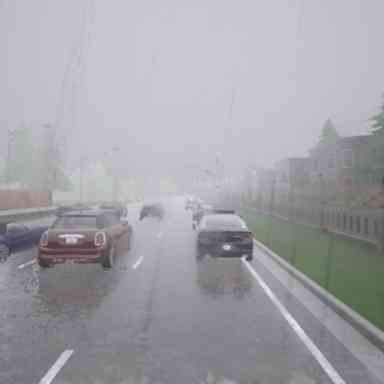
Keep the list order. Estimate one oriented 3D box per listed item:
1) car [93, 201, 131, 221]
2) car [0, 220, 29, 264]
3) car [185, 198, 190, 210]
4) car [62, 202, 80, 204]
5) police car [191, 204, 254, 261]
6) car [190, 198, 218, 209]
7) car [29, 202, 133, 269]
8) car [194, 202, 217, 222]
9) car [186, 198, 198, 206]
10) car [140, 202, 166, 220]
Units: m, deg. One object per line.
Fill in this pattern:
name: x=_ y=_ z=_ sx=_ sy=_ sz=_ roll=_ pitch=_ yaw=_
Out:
car: x=-6.894 y=1.611 z=29.150 sx=2.128 sy=1.511 sz=4.902 roll=0 pitch=0 yaw=0
car: x=-6.897 y=1.650 z=11.912 sx=1.895 sy=1.301 sz=4.718 roll=0 pitch=0 yaw=0
car: x=0.014 y=1.790 z=46.028 sx=1.895 sy=1.301 sz=4.718 roll=0 pitch=0 yaw=0
car: x=-10.394 y=1.625 z=29.256 sx=1.837 sy=1.490 sz=4.892 roll=0 pitch=0 yaw=0
police car: x=1.053 y=1.478 z=12.644 sx=1.930 sy=1.638 sz=5.238 roll=0 pitch=0 yaw=0
car: x=1.055 y=1.444 z=22.505 sx=2.097 sy=1.767 sz=4.553 roll=0 pitch=0 yaw=0
car: x=-3.397 y=1.401 z=11.505 sx=2.097 sy=1.767 sz=4.553 roll=0 pitch=0 yaw=0
car: x=1.057 y=1.643 z=28.534 sx=1.812 sy=1.442 sz=4.674 roll=0 pitch=0 yaw=0
car: x=0.013 y=1.795 z=60.391 sx=2.033 sy=1.411 sz=5.357 roll=0 pitch=0 yaw=0
car: x=-3.393 y=1.625 z=29.251 sx=1.837 sy=1.490 sz=4.892 roll=0 pitch=0 yaw=0
